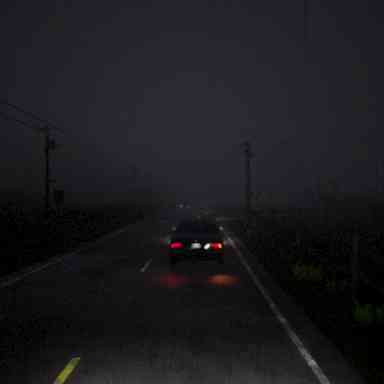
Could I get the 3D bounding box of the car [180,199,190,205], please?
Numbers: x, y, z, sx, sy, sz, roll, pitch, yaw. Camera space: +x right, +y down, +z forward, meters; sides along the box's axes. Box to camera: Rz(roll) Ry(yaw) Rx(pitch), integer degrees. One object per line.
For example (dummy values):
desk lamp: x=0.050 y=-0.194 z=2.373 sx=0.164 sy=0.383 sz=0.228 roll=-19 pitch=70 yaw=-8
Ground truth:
car: x=-1.561 y=2.242 z=74.594 sx=1.837 sy=1.490 sz=4.892 roll=0 pitch=-1 yaw=1

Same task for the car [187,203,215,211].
car: x=0.949 y=1.812 z=28.764 sx=1.812 sy=1.442 sz=4.674 roll=0 pitch=0 yaw=9

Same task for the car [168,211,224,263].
car: x=0.199 y=1.673 z=12.434 sx=2.033 sy=1.411 sz=5.357 roll=0 pitch=-1 yaw=2
